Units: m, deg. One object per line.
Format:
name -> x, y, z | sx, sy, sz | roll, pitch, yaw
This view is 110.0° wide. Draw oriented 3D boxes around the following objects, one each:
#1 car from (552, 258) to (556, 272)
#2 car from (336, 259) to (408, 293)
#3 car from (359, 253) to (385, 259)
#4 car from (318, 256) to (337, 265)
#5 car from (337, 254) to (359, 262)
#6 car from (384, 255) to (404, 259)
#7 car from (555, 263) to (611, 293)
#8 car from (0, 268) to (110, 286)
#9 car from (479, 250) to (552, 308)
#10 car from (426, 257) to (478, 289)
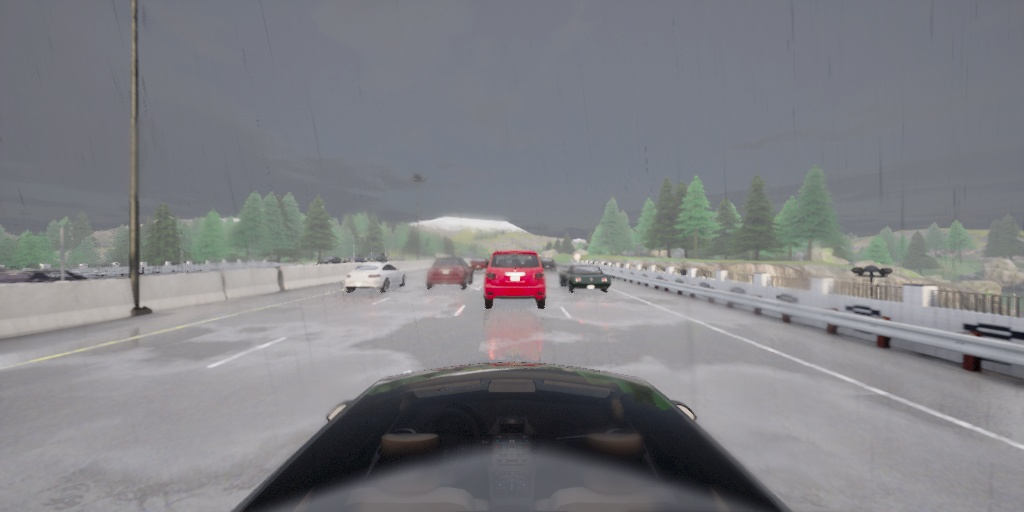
car -> 3.611, 0.893, 38.226 | 1.882, 1.535, 5.008 | 0, 0, 0
car -> -6.894, 1.036, 18.419 | 1.812, 1.442, 4.674 | 0, 1, 0
car -> -20.985, 0.480, 55.289 | 2.150, 2.045, 5.566 | 0, 0, 0
car -> -27.985, 0.733, 55.320 | 1.882, 1.535, 5.008 | 0, 0, 0
car -> -24.485, 0.522, 55.350 | 2.097, 1.767, 4.553 | 0, 0, 0
car -> -17.485, 0.954, 55.317 | 2.128, 1.511, 4.902 | 0, 0, 0
car -> 3.605, 1.108, 18.589 | 1.895, 1.301, 4.718 | 0, 1, 0
car -> -17.597, 1.183, 12.795 | 1.895, 1.301, 4.718 | 0, 1, 0
car -> 0.104, 0.782, 14.185 | 2.150, 2.045, 5.566 | 0, 1, 0
car -> -3.395, 0.841, 20.510 | 2.097, 1.767, 4.553 | 0, 0, 0
